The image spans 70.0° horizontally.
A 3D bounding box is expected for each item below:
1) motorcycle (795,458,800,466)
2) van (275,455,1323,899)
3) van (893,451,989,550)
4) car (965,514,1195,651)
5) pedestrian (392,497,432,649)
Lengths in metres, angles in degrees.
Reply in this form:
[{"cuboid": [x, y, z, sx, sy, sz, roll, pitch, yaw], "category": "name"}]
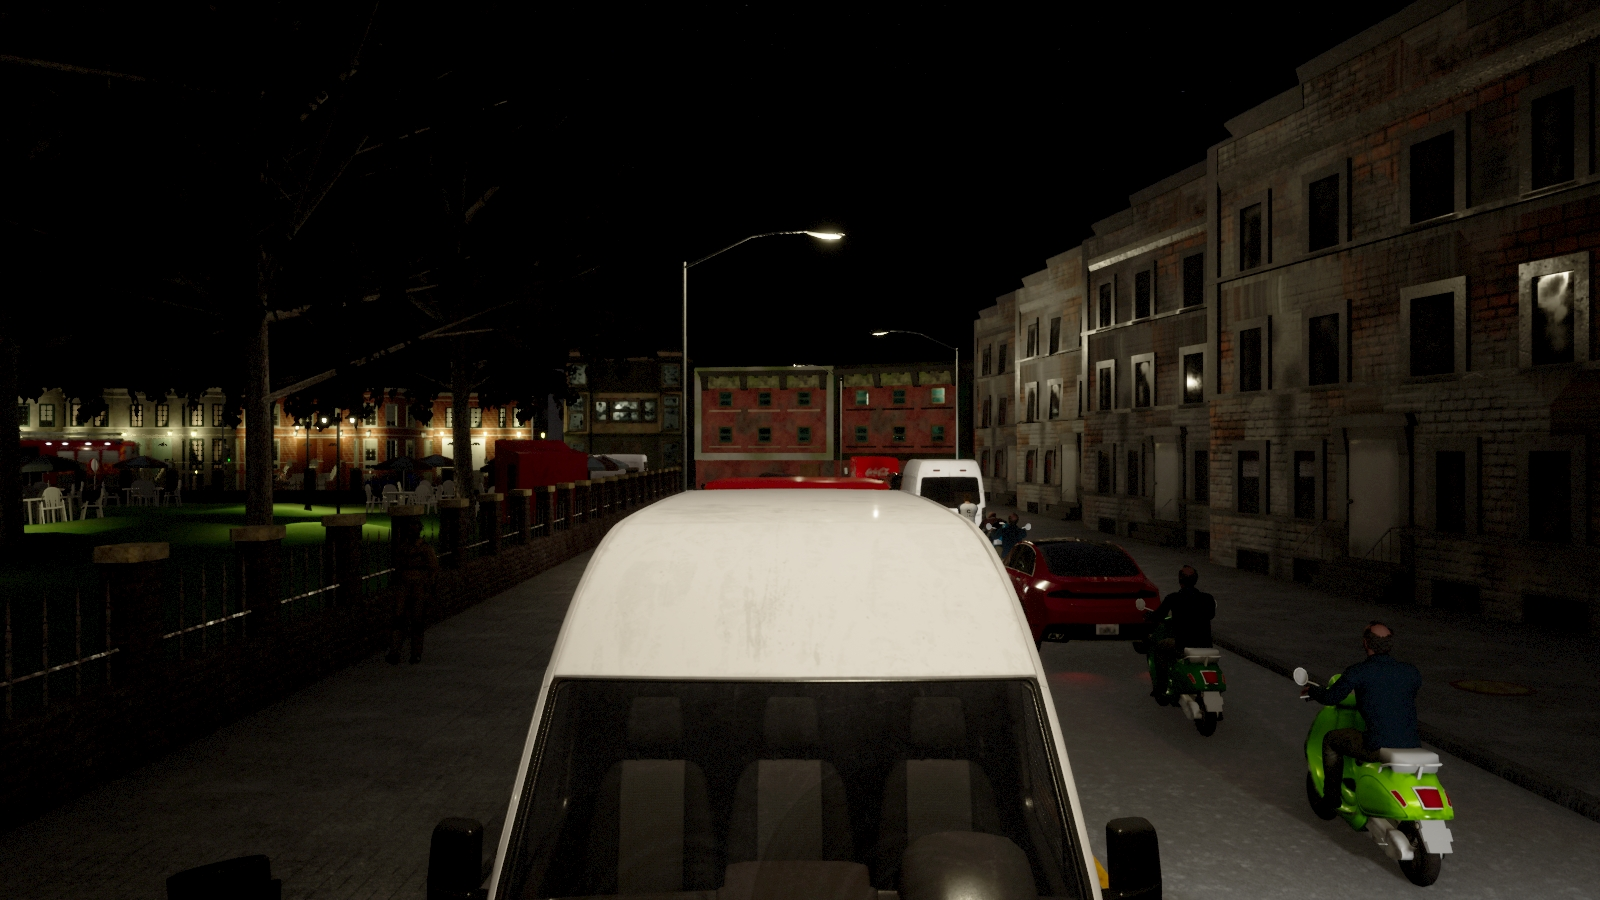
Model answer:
[{"cuboid": [-0.384, 1.962, 183.190, 0.856, 1.236, 1.805, 0, 0, 0], "category": "motorcycle"}, {"cuboid": [-0.006, 1.314, 5.127, 1.988, 2.561, 5.915, 0, 0, 0], "category": "van"}, {"cuboid": [3.906, 1.314, 32.634, 1.988, 2.561, 5.915, 0, 0, 0], "category": "van"}, {"cuboid": [3.953, 1.841, 17.118, 2.231, 1.480, 4.892, 0, 0, 0], "category": "car"}, {"cuboid": [-4.837, 1.525, 14.262, 0.375, 1.860, 0.375, 0, 0, -1], "category": "pedestrian"}]
